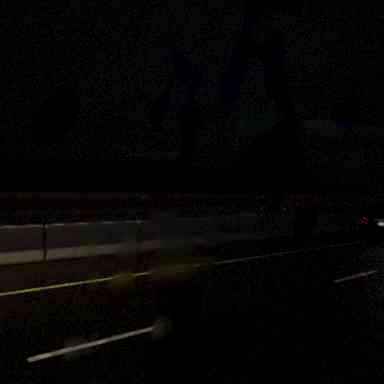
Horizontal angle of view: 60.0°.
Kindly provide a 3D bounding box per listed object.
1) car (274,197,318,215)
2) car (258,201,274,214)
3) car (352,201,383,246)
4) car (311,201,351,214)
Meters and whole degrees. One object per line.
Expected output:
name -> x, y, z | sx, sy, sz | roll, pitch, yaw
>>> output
car -> 12.581, 1.605, 38.809 | 5.566, 2.045, 2.150 | 1, 0, -36
car -> 10.355, 1.875, 41.540 | 4.902, 1.511, 2.128 | 1, -1, -36
car -> 9.915, 1.421, 15.124 | 5.566, 2.045, 2.150 | 1, 0, -35
car -> 15.657, 2.002, 36.726 | 4.718, 1.301, 1.895 | 1, 0, -36
